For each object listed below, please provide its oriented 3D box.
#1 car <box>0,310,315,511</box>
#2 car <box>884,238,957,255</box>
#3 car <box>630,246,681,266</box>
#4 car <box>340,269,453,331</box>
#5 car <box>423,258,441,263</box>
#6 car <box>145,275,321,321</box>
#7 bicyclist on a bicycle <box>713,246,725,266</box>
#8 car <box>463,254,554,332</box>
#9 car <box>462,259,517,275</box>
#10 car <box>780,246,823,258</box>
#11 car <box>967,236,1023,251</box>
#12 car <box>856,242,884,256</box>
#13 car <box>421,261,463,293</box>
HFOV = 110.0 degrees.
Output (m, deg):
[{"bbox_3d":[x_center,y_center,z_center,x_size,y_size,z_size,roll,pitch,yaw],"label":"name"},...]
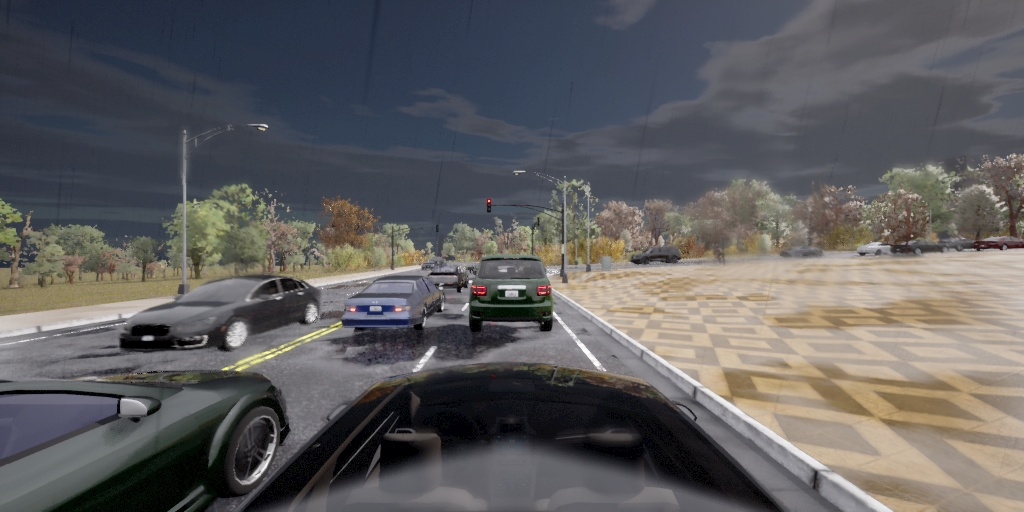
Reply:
[{"bbox_3d":[-3.173,1.314,1.827,1.994,1.385,4.181,0,0,0],"label":"car"},{"bbox_3d":[41.236,-0.878,36.259,5.008,1.535,1.882,-3,0,-5],"label":"car"},{"bbox_3d":[16.404,-0.018,41.022,5.566,2.045,2.150,-3,0,-4],"label":"car"},{"bbox_3d":[-3.311,1.303,11.049,2.033,1.411,5.357,0,0,-1],"label":"car"},{"bbox_3d":[-12.545,1.406,54.777,1.994,1.385,4.181,0,0,-5],"label":"car"},{"bbox_3d":[-6.689,1.258,8.989,1.837,1.490,4.892,0,0,-1],"label":"car"},{"bbox_3d":[17.399,0.004,30.152,0.582,1.620,1.656,-2,0,-3],"label":"bicyclist on a bicycle"},{"bbox_3d":[-0.063,0.977,11.047,2.150,2.045,5.566,0,0,-1],"label":"car"},{"bbox_3d":[-2.293,1.139,37.543,5.357,1.411,2.033,-2,0,-35],"label":"car"},{"bbox_3d":[34.012,-0.476,42.238,4.181,1.385,1.994,-3,0,-5],"label":"car"},{"bbox_3d":[51.155,-1.315,37.393,5.008,1.535,1.882,-3,0,-7],"label":"car"},{"bbox_3d":[40.574,-0.804,39.458,4.674,1.442,1.812,-3,0,-6],"label":"car"},{"bbox_3d":[-3.624,1.257,20.796,2.128,1.511,4.902,0,0,0],"label":"car"}]
